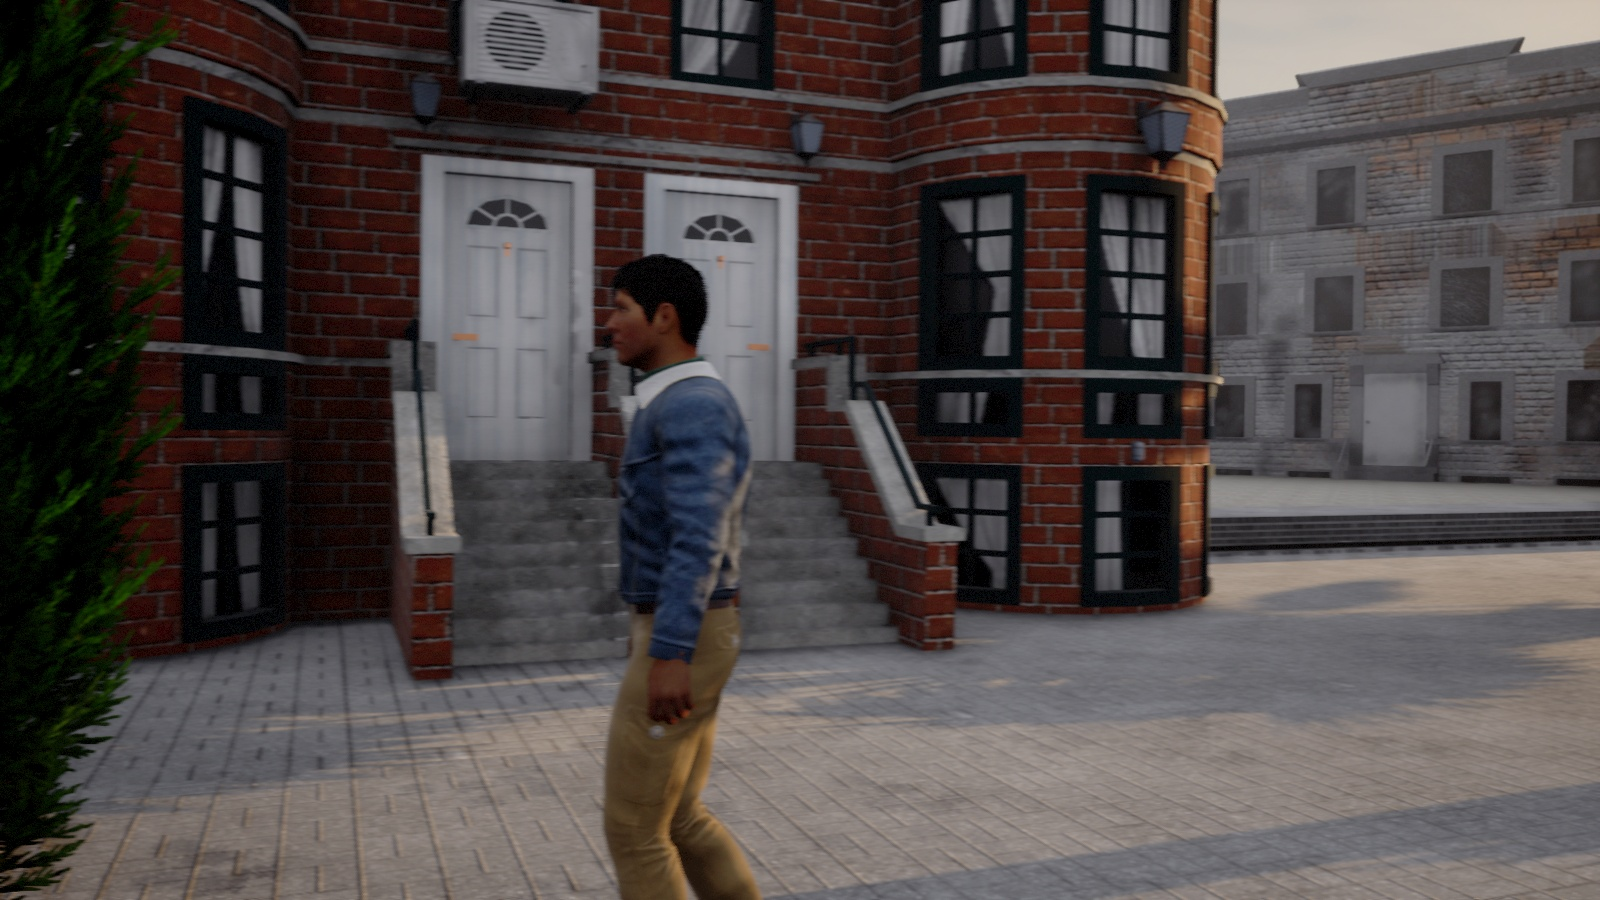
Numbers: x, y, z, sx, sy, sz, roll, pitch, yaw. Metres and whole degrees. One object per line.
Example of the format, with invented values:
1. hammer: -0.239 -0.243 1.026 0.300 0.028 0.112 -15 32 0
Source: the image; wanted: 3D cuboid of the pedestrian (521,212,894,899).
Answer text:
1. pedestrian: -0.199 0.461 2.930 0.788 1.949 0.423 -1 1 -1
